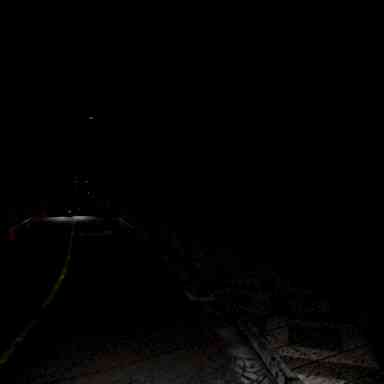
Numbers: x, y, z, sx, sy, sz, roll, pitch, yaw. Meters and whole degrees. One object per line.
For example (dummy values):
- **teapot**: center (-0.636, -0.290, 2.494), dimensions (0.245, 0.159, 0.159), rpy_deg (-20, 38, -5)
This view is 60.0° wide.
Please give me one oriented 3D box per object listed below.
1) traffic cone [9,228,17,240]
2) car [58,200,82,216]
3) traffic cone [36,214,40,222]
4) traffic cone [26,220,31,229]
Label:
- **traffic cone**: center (-8.618, 2.008, 15.972), dimensions (0.340, 0.580, 0.340), rpy_deg (0, 0, -19)
- **car**: center (-12.009, 1.533, 32.821), dimensions (1.837, 1.490, 4.892), rpy_deg (0, 0, -19)
- **traffic cone**: center (-11.805, 2.003, 25.451), dimensions (0.340, 0.580, 0.340), rpy_deg (0, 0, -19)
- **traffic cone**: center (-10.211, 2.011, 20.711), dimensions (0.340, 0.580, 0.340), rpy_deg (0, 0, -19)
